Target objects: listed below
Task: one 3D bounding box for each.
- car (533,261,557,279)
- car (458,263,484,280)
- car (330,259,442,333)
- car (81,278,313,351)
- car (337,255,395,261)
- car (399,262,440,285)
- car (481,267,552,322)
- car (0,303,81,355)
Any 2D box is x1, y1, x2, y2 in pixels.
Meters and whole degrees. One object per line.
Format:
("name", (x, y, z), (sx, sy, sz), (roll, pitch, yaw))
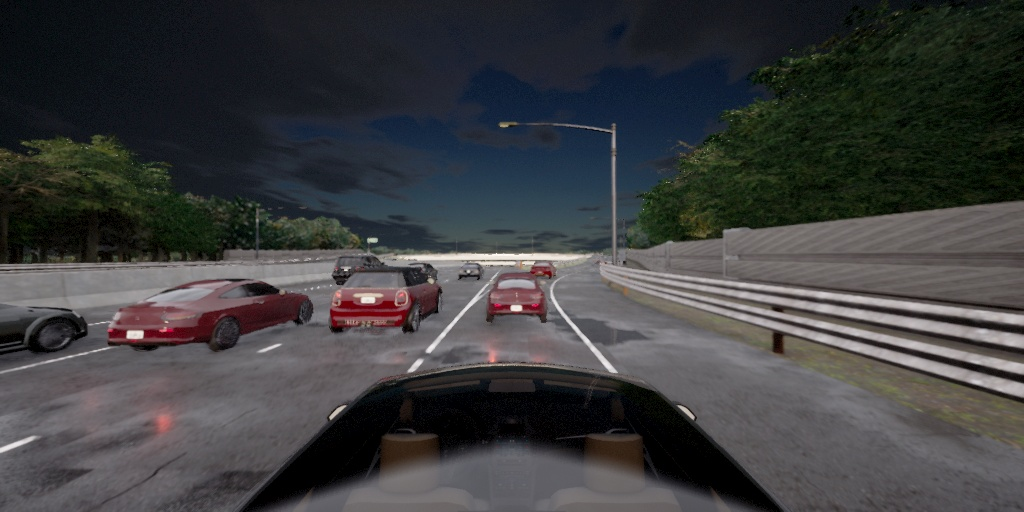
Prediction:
("car", (2.968, 1.233, 32.888), (1.882, 1.535, 5.008), (0, 0, 13))
("car", (-3.493, 1.300, 31.346), (2.033, 1.411, 5.357), (0, 0, 0))
("car", (-3.498, 1.102, 10.847), (2.097, 1.767, 4.553), (0, 0, 0))
("car", (-6.898, 1.275, 8.866), (1.812, 1.442, 4.674), (0, 0, 0))
("car", (-10.395, 0.971, 25.135), (2.150, 2.045, 5.566), (0, 0, 0))
("car", (-6.895, 1.255, 27.297), (1.837, 1.490, 4.892), (0, 0, 0))
("car", (0.185, 1.274, 12.207), (1.812, 1.442, 4.674), (0, 0, 2))
("car", (-10.399, 1.314, 6.159), (1.994, 1.385, 4.181), (0, 0, 0))
